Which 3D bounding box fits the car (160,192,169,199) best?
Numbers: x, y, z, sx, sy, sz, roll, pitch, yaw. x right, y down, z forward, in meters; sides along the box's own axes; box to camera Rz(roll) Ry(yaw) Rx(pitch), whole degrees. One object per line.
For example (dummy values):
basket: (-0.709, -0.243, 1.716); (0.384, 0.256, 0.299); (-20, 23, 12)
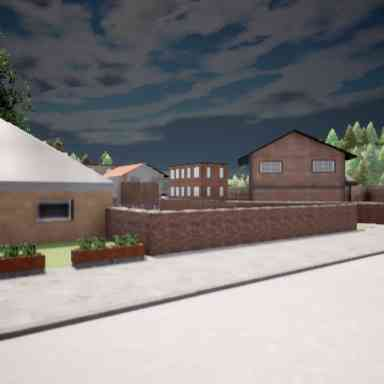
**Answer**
car: (-3.914, 0.936, 46.050); (1.905, 1.878, 3.866); (0, 0, -35)
